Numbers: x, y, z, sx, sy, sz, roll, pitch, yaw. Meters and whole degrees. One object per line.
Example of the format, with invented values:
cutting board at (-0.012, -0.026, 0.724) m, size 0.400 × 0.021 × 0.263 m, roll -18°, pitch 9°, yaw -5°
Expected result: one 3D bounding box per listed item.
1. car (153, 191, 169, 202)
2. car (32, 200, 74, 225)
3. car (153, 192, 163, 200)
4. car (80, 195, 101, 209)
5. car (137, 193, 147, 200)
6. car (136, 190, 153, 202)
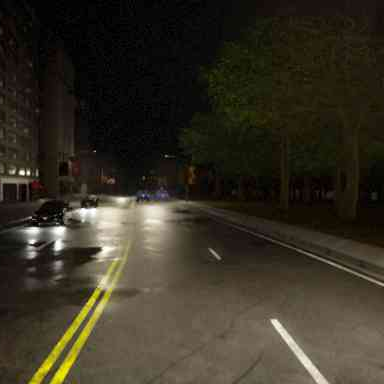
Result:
car at (-5.311, 0.750, 58.475) m, size 2.150 × 2.045 × 5.566 m, roll 0°, pitch 1°, yaw -10°
car at (-9.202, 1.332, 22.324) m, size 1.837 × 1.490 × 4.892 m, roll 0°, pitch 0°, yaw -9°
car at (-7.039, 0.775, 68.721) m, size 1.837 × 1.490 × 4.892 m, roll 0°, pitch 1°, yaw -10°
car at (-12.184, 1.150, 40.119) m, size 2.128 × 1.511 × 4.902 m, roll 0°, pitch 1°, yaw -9°
car at (-10.249, 0.899, 68.211) m, size 1.895 × 1.301 × 4.718 m, roll 0°, pitch 1°, yaw -10°
car at (-8.515, 0.740, 57.934) m, size 2.150 × 2.045 × 5.566 m, roll 0°, pitch 1°, yaw -10°
